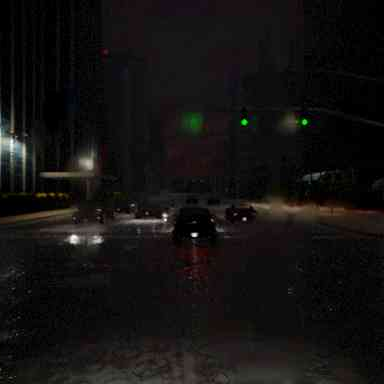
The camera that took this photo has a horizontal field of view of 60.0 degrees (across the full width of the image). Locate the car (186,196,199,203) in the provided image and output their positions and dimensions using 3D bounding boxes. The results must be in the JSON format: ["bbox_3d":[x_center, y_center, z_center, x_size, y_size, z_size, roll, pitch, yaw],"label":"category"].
[{"bbox_3d":[0.010,1.402,54.479,1.837,1.490,4.892,0,0,0],"label":"car"}]

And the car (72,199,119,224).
[{"bbox_3d":[-7.085,1.305,24.404,2.097,1.767,4.553,0,0,0],"label":"car"}]

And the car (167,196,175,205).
[{"bbox_3d":[-3.491,1.387,47.799,1.882,1.535,5.008,0,0,0],"label":"car"}]

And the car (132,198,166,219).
[{"bbox_3d":[-3.575,1.510,28.389,1.994,1.385,4.181,0,0,0],"label":"car"}]

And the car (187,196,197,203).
[{"bbox_3d":[0.012,1.443,64.864,1.994,1.385,4.181,0,0,0],"label":"car"}]

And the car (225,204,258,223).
[{"bbox_3d":[3.604,1.554,24.968,1.895,1.301,4.718,0,0,0],"label":"car"}]

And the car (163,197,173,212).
[{"bbox_3d":[-3.545,1.529,37.678,1.895,1.301,4.718,0,0,0],"label":"car"}]

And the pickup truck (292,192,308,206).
[{"bbox_3d":[16.631,0.965,50.307,2.390,2.098,6.274,0,0,31],"label":"pickup truck"}]

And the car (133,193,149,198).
[{"bbox_3d":[-6.992,1.136,44.964,2.150,2.045,5.566,0,0,0],"label":"car"}]

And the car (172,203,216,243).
[{"bbox_3d":[0.103,1.475,15.901,1.837,1.490,4.892,0,0,0],"label":"car"}]

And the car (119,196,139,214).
[{"bbox_3d":[-7.064,1.439,34.558,1.837,1.490,4.892,0,0,0],"label":"car"}]

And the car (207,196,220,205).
[{"bbox_3d":[3.511,1.374,54.864,1.882,1.535,5.008,0,0,0],"label":"car"}]
